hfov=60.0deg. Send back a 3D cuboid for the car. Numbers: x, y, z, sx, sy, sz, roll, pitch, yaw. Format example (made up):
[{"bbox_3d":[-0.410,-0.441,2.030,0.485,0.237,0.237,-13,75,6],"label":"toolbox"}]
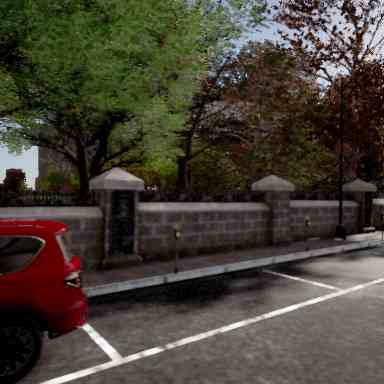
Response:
[{"bbox_3d":[-3.777,1.312,3.842,5.009,1.841,2.192,0,1,-36],"label":"car"}]
